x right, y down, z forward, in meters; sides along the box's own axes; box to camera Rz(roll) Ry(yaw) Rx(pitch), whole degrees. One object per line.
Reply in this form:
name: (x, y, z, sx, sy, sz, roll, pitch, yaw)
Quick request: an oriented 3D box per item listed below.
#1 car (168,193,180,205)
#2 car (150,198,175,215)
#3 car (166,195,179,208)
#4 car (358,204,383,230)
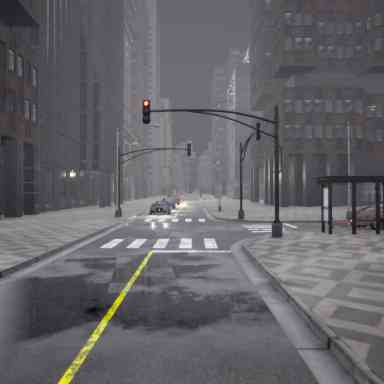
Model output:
car: (-3.192, 1.233, 57.187, 2.150, 2.045, 5.566, 0, 0, 0)
car: (-3.162, 1.572, 34.144, 1.994, 1.385, 4.181, 0, 0, 0)
car: (-3.180, 1.488, 44.556, 1.882, 1.535, 5.008, 0, 0, 0)
car: (11.470, 1.430, 19.142, 4.674, 1.442, 1.812, 0, -1, 0)
